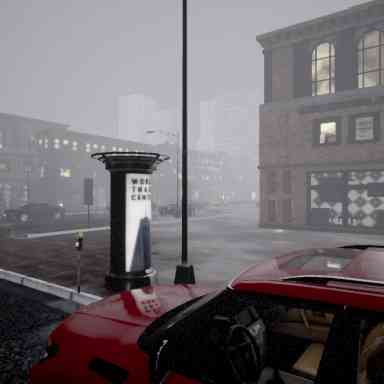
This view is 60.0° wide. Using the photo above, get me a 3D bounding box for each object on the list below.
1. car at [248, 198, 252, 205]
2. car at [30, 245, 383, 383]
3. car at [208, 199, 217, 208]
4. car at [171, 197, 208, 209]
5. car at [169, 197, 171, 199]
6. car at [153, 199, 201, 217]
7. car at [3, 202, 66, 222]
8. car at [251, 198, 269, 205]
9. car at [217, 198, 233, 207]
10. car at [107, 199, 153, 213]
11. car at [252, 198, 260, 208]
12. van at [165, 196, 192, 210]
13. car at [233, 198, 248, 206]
[{"bbox_3d":[11.029,1.845,64.763,2.008,1.369,4.403,0,-1,36],"label":"car"},{"bbox_3d":[1.033,1.315,2.138,5.009,1.841,2.192,0,0,36],"label":"car"},{"bbox_3d":[1.386,1.756,51.278,2.008,1.369,4.403,0,0,36],"label":"car"},{"bbox_3d":[-0.396,1.663,44.299,2.128,1.511,4.902,0,0,36],"label":"car"},{"bbox_3d":[-5.141,1.674,42.150,1.752,1.417,4.829,0,0,36],"label":"car"},{"bbox_3d":[-1.396,1.669,32.890,1.887,1.381,4.507,0,0,36],"label":"car"},{"bbox_3d":[-12.731,1.578,27.114,1.837,1.490,4.892,0,0,34],"label":"car"},{"bbox_3d":[14.243,1.876,69.259,2.008,1.369,4.403,0,-1,36],"label":"car"},{"bbox_3d":[4.501,1.759,55.635,1.752,1.417,4.829,0,-1,36],"label":"car"},{"bbox_3d":[-6.516,1.343,35.766,2.150,2.045,5.566,0,0,36],"label":"car"},{"bbox_3d":[11.417,1.676,50.900,1.967,1.590,4.097,0,-1,36],"label":"car"},{"bbox_3d":[-1.828,1.518,46.784,1.690,1.788,3.998,0,0,36],"label":"van"},{"bbox_3d":[7.815,1.815,60.268,2.008,1.369,4.403,0,-1,36],"label":"car"}]
